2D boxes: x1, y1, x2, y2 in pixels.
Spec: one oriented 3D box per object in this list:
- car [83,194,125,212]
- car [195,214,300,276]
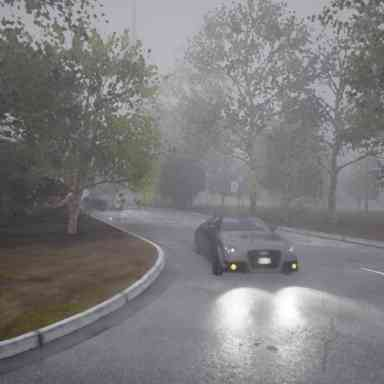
[{"bbox_3d":[-7.715,0.903,28.943,2.128,1.511,4.902,2,0,-43],"label":"car"},{"bbox_3d":[1.318,1.324,9.383,1.994,1.385,4.181,1,1,-9],"label":"car"}]
